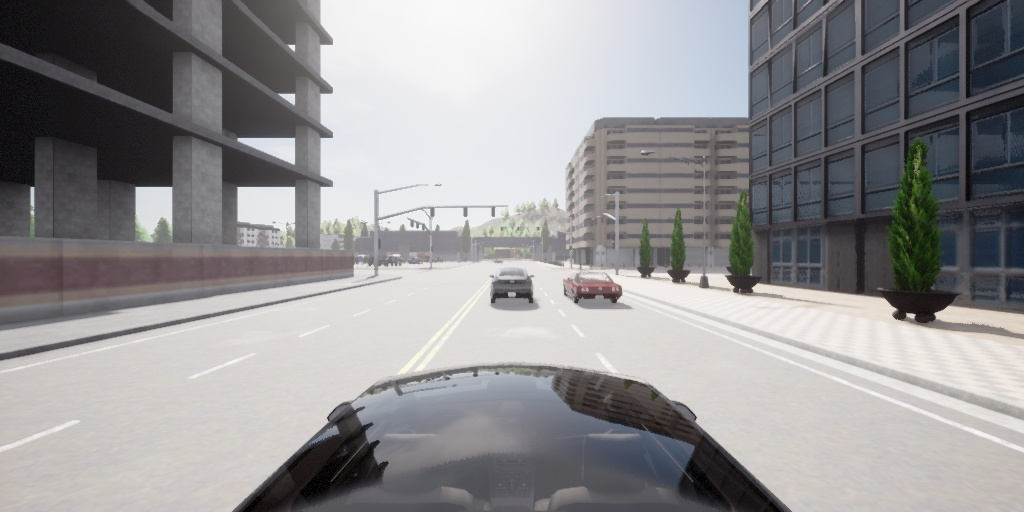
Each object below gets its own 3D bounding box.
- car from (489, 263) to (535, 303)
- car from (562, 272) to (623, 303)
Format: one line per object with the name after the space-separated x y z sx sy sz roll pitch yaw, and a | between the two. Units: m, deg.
0.000 1.265 16.500 1.837 1.490 4.892 0 0 0 | car
3.500 1.365 16.530 1.895 1.301 4.718 0 0 0 | car
